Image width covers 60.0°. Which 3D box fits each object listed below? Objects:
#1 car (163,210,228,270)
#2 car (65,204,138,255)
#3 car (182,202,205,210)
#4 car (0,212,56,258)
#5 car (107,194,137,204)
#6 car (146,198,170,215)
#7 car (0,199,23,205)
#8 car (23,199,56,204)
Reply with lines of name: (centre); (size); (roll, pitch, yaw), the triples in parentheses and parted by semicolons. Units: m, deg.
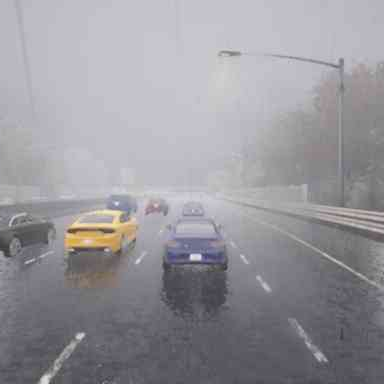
car: (0.098, 1.527, 10.926); (1.812, 1.442, 4.674); (0, 0, 0)
car: (-3.400, 1.480, 13.383); (1.882, 1.535, 5.008); (0, 0, 0)
car: (0.099, 1.560, 28.454); (2.033, 1.411, 5.357); (0, 0, 0)
car: (-6.901, 1.493, 12.695); (2.128, 1.511, 4.902); (0, 0, 0)
car: (-6.906, 1.238, 33.264); (2.150, 2.045, 5.566); (0, 0, 0)
car: (-3.404, 1.369, 33.804); (2.097, 1.767, 4.553); (0, 0, 0)
car: (-21.092, 1.549, 38.746); (1.812, 1.442, 4.674); (0, 0, 0)
car: (-17.592, 1.572, 39.748); (2.033, 1.411, 5.357); (0, 0, 0)
